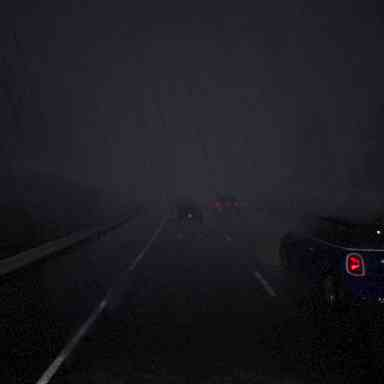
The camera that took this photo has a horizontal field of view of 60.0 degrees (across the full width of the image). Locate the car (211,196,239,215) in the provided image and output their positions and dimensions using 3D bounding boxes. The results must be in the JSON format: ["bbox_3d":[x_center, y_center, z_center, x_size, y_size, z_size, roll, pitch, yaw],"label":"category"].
[{"bbox_3d":[3.036,1.161,31.126,2.097,1.767,4.553,0,0,-3],"label":"car"}]

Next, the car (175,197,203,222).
[{"bbox_3d":[-0.202,1.376,24.471,1.812,1.442,4.674,0,0,-2],"label":"car"}]

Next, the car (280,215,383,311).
[{"bbox_3d":[3.592,1.303,7.792,2.097,1.767,4.553,0,0,0],"label":"car"}]
